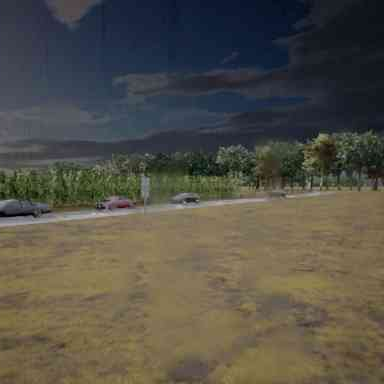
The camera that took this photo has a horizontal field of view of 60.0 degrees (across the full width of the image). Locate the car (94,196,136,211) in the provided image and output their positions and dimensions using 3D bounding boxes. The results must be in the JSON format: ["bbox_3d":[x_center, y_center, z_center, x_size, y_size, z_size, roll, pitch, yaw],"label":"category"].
[{"bbox_3d":[-7.452,1.088,32.480,1.994,1.385,4.181,0,1,34],"label":"car"}]

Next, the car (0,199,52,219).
[{"bbox_3d":[-13.085,1.257,24.402,2.033,1.411,5.357,0,1,34],"label":"car"}]

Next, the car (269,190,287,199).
[{"bbox_3d":[15.479,0.345,59.880,1.882,1.535,5.008,0,1,35],"label":"car"}]

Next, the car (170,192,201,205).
[{"bbox_3d":[-0.784,0.815,41.905,1.837,1.490,4.892,0,1,35],"label":"car"}]
